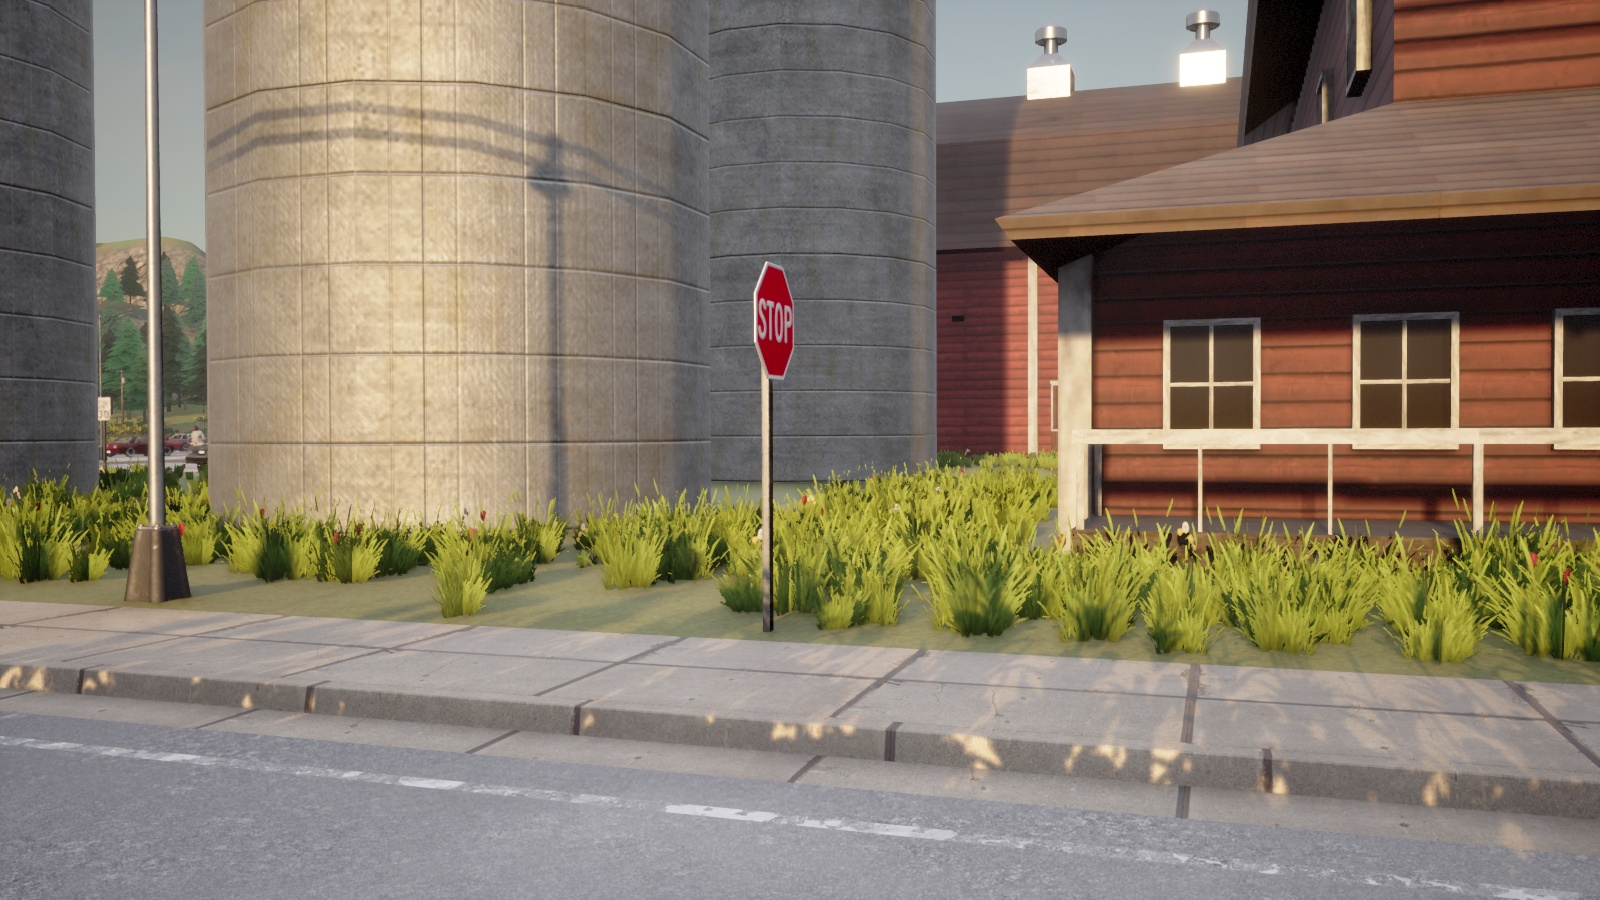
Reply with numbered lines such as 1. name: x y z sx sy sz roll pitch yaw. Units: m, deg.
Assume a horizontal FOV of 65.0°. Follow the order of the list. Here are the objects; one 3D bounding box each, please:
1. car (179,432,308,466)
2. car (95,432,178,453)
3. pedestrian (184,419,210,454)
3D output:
1. car: -23.854 -0.082 54.122 2.033 1.411 5.357 1 1 18
2. car: -42.547 -0.523 80.598 1.895 1.301 4.718 1 1 18
3. pedestrian: -32.205 -0.714 67.120 0.874 1.855 0.900 0 1 15
